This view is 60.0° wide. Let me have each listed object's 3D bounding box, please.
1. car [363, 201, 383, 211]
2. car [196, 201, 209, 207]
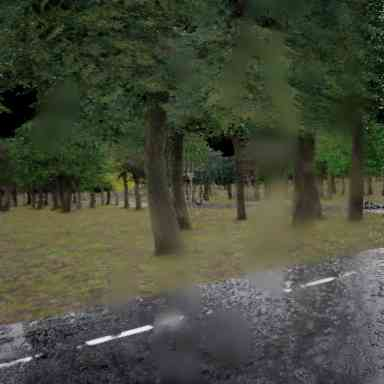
[{"bbox_3d":[28.340,2.195,52.496,1.994,1.385,4.181,-4,1,-36],"label":"car"},{"bbox_3d":[2.753,3.159,90.938,2.128,1.511,4.902,-4,1,-28],"label":"car"}]
